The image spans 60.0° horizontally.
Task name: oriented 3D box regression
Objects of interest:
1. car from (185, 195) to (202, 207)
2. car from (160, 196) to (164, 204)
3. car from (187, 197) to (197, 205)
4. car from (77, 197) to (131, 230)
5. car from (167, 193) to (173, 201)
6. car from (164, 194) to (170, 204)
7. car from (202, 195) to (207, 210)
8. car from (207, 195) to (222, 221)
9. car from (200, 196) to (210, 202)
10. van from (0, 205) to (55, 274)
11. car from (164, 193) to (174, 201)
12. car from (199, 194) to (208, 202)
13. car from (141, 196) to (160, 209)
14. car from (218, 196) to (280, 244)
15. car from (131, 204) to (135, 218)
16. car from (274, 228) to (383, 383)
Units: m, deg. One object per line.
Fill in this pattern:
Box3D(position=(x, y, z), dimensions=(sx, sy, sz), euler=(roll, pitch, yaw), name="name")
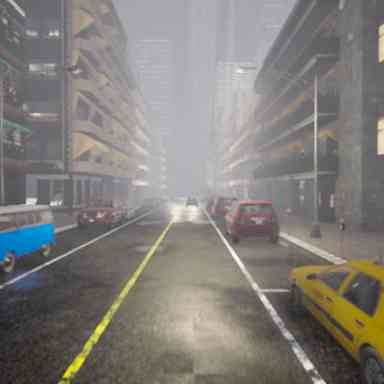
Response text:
Box3D(position=(0.001, 1.489, 49.564), dimensions=(2.033, 1.411, 5.357), euler=(0, 0, 0), name="car")
Box3D(position=(-5.699, 1.523, 49.336), dimensions=(1.802, 1.307, 4.206), euler=(-1, 0, 0), name="car")
Box3D(position=(0.001, 1.530, 59.962), dimensions=(1.895, 1.301, 4.718), euler=(0, 0, 0), name="car")
Box3D(position=(-5.693, 1.289, 21.325), dimensions=(2.192, 1.841, 5.009), euler=(-1, 0, 0), name="car")
Box3D(position=(-5.699, 1.467, 71.744), dimensions=(2.008, 1.369, 4.403), euler=(-1, 0, 0), name="car")
Box3D(position=(-5.699, 1.480, 60.541), dimensions=(2.008, 1.369, 4.403), euler=(-1, 0, 0), name="car")
Box3D(position=(2.678, 1.269, 38.103), dimensions=(2.192, 1.841, 5.009), euler=(-1, 0, 0), name="car")
Box3D(position=(2.677, 1.283, 26.899), dimensions=(2.192, 1.841, 5.009), euler=(-1, 0, 0), name="car")
Box3D(position=(2.681, 1.482, 71.715), dimensions=(1.947, 1.339, 4.313), euler=(-1, 0, 0), name="car")
Box3D(position=(-5.670, 1.328, 10.121), dimensions=(1.690, 1.788, 3.998), euler=(-1, 0, 0), name="van")
Box3D(position=(-5.702, 1.219, 82.948), dimensions=(2.192, 1.841, 5.009), euler=(-1, 0, 0), name="car")
Box3D(position=(2.680, 1.351, 77.317), dimensions=(1.967, 1.590, 4.097), euler=(-1, 0, 0), name="car")
Box3D(position=(-5.699, 1.530, 43.734), dimensions=(1.802, 1.307, 4.206), euler=(-1, 0, 0), name="car")
Box3D(position=(2.677, 1.296, 15.695), dimensions=(2.192, 1.841, 5.009), euler=(-1, 0, 0), name="car")
Box3D(position=(-5.707, 1.518, 26.928), dimensions=(2.008, 1.369, 4.403), euler=(-1, 0, 0), name="car")
Box3D(position=(2.680, 1.520, 4.661), dimensions=(1.752, 1.417, 4.829), euler=(-1, 0, 0), name="car")
